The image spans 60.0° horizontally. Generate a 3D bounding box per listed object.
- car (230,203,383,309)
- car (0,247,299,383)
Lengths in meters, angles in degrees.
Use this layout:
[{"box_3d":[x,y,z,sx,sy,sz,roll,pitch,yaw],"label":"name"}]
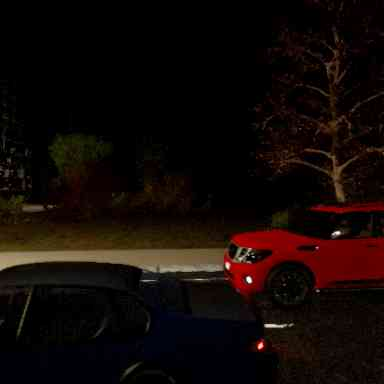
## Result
[{"box_3d":[3.557,1.283,7.595,5.566,2.045,2.150,0,-1,-4],"label":"car"},{"box_3d":[-1.781,1.597,3.904,5.357,1.411,2.033,0,-1,-5],"label":"car"}]
